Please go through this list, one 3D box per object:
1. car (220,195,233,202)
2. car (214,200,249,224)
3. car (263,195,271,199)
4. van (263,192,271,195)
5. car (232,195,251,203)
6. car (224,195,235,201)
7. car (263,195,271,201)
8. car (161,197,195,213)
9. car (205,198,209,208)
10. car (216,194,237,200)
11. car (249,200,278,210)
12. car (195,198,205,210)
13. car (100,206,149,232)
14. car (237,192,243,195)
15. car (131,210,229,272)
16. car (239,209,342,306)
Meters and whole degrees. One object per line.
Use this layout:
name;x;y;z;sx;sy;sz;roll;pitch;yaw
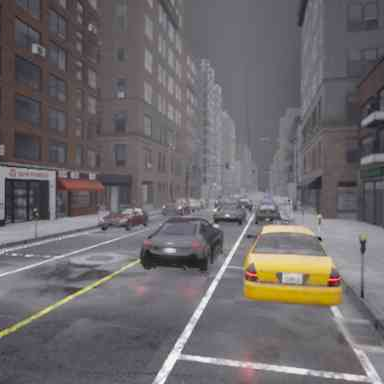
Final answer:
car;6.997;1.321;67.425;2.008;1.369;4.403;0;0;13
car;2.722;1.486;23.476;1.994;1.385;4.181;0;0;13
car;7.663;1.357;33.866;1.967;1.590;4.097;0;0;13
van;14.829;1.178;65.669;1.690;1.788;3.998;0;0;13
car;6.139;1.409;39.115;1.812;1.442;4.674;0;0;13
car;8.246;1.301;72.967;1.887;1.381;4.507;0;0;13
car;17.325;1.390;76.754;1.802;1.307;4.206;0;0;13
car;-1.380;1.304;30.239;1.967;1.590;4.097;0;0;13
car;1.045;1.388;41.005;2.008;1.369;4.403;0;0;13
car;4.150;1.204;42.842;2.097;1.767;4.553;0;0;13
car;5.236;1.494;23.099;2.008;1.369;4.403;0;0;13
car;-0.205;1.376;35.456;1.752;1.417;4.829;0;0;13
car;-3.807;1.472;19.472;1.802;1.307;4.206;0;0;13
car;11.956;1.237;89.431;1.752;1.417;4.829;0;0;13
car;-0.137;1.518;10.798;1.994;1.385;4.181;0;0;13
car;2.269;1.440;8.162;1.801;1.575;5.366;0;0;13
